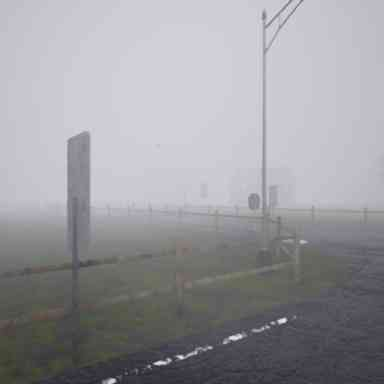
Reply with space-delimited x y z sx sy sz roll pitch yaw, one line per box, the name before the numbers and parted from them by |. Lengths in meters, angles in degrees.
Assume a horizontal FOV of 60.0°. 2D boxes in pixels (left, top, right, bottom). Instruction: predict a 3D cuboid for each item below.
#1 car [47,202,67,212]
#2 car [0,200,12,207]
car | -20.018 2.240 49.572 2.128 1.511 4.902 0 -1 -42
car | -42.942 2.659 75.931 5.008 1.535 1.882 -1 -1 40
